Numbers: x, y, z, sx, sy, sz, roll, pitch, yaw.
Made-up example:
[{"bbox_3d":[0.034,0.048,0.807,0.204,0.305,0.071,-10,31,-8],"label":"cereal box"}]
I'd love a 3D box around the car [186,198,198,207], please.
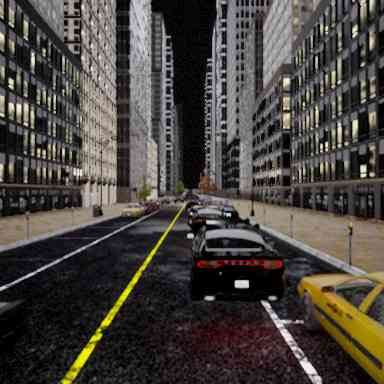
[{"bbox_3d":[0.035,1.872,59.630,2.033,1.411,5.357,0,0,0],"label":"car"}]

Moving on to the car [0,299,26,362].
[{"bbox_3d":[-3.100,1.614,2.124,1.895,1.301,4.718,0,0,0],"label":"car"}]

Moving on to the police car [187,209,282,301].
[{"bbox_3d":[0.906,1.474,8.599,1.930,1.638,5.238,0,0,0],"label":"police car"}]

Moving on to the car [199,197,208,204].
[{"bbox_3d":[2.733,1.967,77.906,2.008,1.369,4.403,0,0,0],"label":"car"}]

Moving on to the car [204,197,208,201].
[{"bbox_3d":[2.709,1.650,38.062,1.967,1.590,4.097,0,0,0],"label":"car"}]

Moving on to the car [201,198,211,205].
[{"bbox_3d":[2.726,1.904,66.522,1.887,1.381,4.507,0,0,0],"label":"car"}]

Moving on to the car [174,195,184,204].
[{"bbox_3d":[-2.955,1.626,75.409,2.150,2.045,5.566,0,0,0],"label":"car"}]

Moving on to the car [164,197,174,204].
[{"bbox_3d":[-5.651,1.954,72.231,1.947,1.339,4.313,0,0,0],"label":"car"}]

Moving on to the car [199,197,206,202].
[{"bbox_3d":[2.740,2.053,89.291,1.802,1.307,4.206,0,0,0],"label":"car"}]

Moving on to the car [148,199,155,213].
[{"bbox_3d":[-5.671,1.793,38.080,1.802,1.307,4.206,0,0,0],"label":"car"}]

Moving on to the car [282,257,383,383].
[{"bbox_3d":[2.689,1.549,4.079,1.752,1.417,4.829,0,0,0],"label":"car"}]

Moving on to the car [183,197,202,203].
[{"bbox_3d":[0.036,1.777,45.664,1.812,1.442,4.674,0,0,0],"label":"car"}]

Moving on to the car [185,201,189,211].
[{"bbox_3d":[0.709,1.643,24.552,1.837,1.490,4.892,0,0,4],"label":"car"}]

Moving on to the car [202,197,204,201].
[{"bbox_3d":[2.720,1.883,55.137,1.802,1.307,4.206,0,0,0],"label":"car"}]

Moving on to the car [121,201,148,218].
[{"bbox_3d":[-5.675,1.704,32.218,1.752,1.417,4.829,0,0,0],"label":"car"}]

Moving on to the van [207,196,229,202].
[{"bbox_3d":[2.705,1.521,32.370,1.690,1.788,3.998,0,0,0],"label":"van"}]

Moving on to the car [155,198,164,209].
[{"bbox_3d":[-5.665,1.712,49.465,1.967,1.590,4.097,0,0,0],"label":"car"}]

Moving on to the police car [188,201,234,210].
[{"bbox_3d":[0.911,1.530,18.600,1.930,1.638,5.238,0,0,0],"label":"police car"}]
